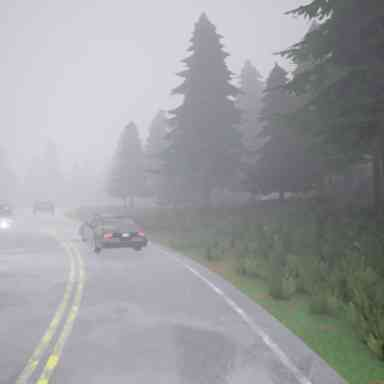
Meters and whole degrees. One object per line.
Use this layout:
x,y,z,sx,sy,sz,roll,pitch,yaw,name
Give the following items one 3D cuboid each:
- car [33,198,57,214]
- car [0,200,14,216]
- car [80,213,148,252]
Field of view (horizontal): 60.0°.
-14.848,1.348,33.694,2.128,1.511,4.902,0,0,-19,car
-16.824,1.411,29.176,1.895,1.301,4.718,1,-1,-24,car
-3.467,1.574,14.050,2.033,1.411,5.357,2,-1,-26,car
